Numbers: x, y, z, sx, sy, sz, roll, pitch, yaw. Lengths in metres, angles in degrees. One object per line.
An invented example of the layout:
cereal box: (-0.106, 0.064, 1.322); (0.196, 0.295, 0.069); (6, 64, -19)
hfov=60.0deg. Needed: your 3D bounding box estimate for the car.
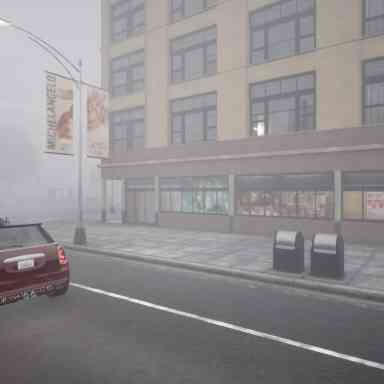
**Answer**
car: (-4.784, 1.352, 7.386); (4.553, 1.767, 2.097); (0, 0, 36)
